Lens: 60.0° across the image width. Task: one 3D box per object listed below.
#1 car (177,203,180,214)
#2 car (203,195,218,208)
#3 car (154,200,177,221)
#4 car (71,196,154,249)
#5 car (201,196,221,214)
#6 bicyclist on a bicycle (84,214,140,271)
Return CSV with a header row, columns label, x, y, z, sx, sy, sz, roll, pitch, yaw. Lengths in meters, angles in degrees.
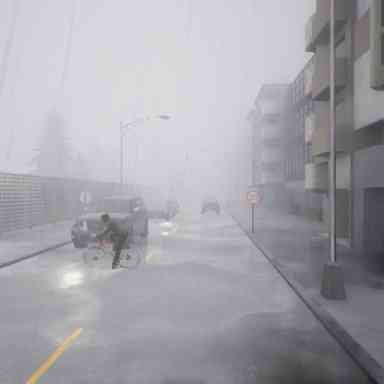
label,x,y,z,sx,sy,sz,roll,pitch,yaw
car,-2.288,1.547,33.400,2.033,1.411,5.357,0,0,4
car,2.675,1.352,47.883,2.097,1.767,4.553,0,0,3
car,-2.580,1.525,27.273,1.812,1.442,4.674,0,0,3
car,-3.365,1.218,14.859,2.150,2.045,5.566,0,0,3
car,1.995,1.505,35.621,1.837,1.490,4.892,0,0,3
bicyclist on a bicycle,-2.330,1.453,9.630,1.656,1.620,0.582,-2,0,3
